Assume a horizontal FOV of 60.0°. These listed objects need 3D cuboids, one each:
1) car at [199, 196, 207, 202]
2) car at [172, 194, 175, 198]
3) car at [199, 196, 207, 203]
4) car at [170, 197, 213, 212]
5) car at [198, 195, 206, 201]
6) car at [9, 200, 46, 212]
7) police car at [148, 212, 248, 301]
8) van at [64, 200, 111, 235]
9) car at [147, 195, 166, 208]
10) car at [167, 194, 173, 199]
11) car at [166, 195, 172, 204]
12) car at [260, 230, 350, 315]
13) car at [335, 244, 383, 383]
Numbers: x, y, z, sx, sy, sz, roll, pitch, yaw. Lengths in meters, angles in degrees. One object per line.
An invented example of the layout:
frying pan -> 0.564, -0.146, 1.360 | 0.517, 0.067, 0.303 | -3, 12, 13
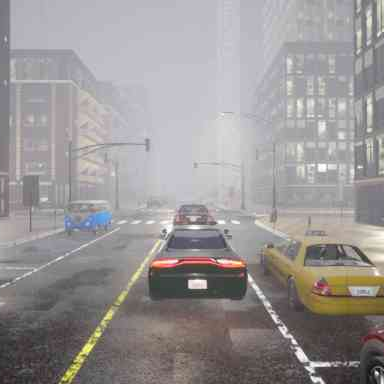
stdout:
car -> 2.678, 1.801, 84.812 | 1.947, 1.339, 4.313 | 0, 0, 0
car -> -5.700, 1.647, 79.147 | 1.967, 1.590, 4.097 | 0, 0, 0
car -> 2.679, 1.733, 79.318 | 1.752, 1.417, 4.829 | 0, 0, 0
car -> 0.082, 1.369, 18.592 | 2.097, 1.767, 4.553 | 0, 0, 0
car -> 2.677, 1.705, 90.475 | 1.967, 1.590, 4.097 | 0, 0, 0
car -> -19.062, 1.538, 37.834 | 4.507, 1.381, 1.887 | 0, -1, 0
police car -> 0.100, 1.509, 8.482 | 2.038, 1.542, 4.974 | 0, 0, 0
van -> -5.663, 1.358, 18.429 | 1.690, 1.788, 3.998 | 1, 0, 0
car -> -5.692, 1.408, 50.834 | 2.192, 1.841, 5.009 | 0, 0, 0
car -> -5.700, 1.761, 73.484 | 1.802, 1.307, 4.206 | 0, 0, 0
car -> -5.698, 1.720, 67.821 | 1.947, 1.339, 4.313 | 0, 0, 0
car -> 2.706, 1.529, 7.554 | 1.752, 1.417, 4.829 | 1, 0, 0
car -> 2.706, 1.441, 1.860 | 1.967, 1.590, 4.097 | 1, 0, 0
